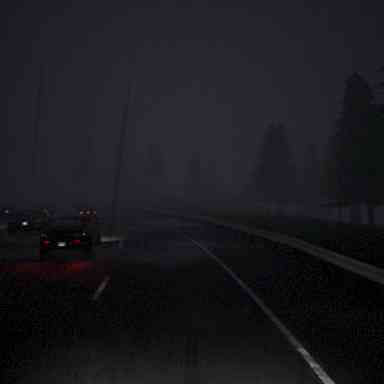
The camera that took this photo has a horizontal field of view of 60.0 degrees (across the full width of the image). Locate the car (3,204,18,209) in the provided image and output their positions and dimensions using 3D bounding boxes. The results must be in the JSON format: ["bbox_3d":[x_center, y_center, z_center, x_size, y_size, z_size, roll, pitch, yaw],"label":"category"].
[{"bbox_3d":[-19.906,2.021,36.028,1.994,1.385,4.181,0,-1,-28],"label":"car"}]

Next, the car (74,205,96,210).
[{"bbox_3d":[-10.293,1.926,32.214,2.033,1.411,5.357,0,-1,-23],"label":"car"}]

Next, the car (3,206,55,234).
[{"bbox_3d":[-10.212,1.828,21.234,1.994,1.385,4.181,0,-1,-15],"label":"car"}]

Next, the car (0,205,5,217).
[{"bbox_3d":[-13.879,1.807,21.414,1.812,1.442,4.674,0,-1,-16],"label":"car"}]

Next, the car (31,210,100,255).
[{"bbox_3d":[-5.007,1.694,14.059,1.812,1.442,4.674,0,-1,-10],"label":"car"}]

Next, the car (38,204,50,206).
[{"bbox_3d":[-16.355,2.014,36.774,1.994,1.385,4.181,0,-1,-27],"label":"car"}]
